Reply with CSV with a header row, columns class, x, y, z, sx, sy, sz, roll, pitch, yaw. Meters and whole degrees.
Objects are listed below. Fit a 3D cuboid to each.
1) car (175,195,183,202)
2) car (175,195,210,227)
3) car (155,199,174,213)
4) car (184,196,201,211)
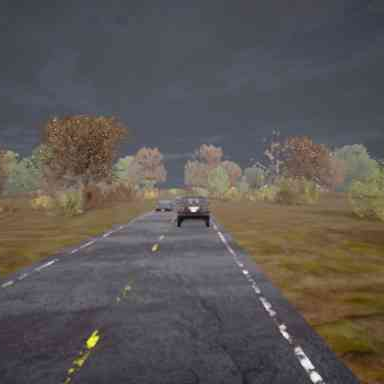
class,x,y,z,sx,sy,sz,roll,pitch,yaw
car,-3.008,1.481,78.218,1.837,1.490,4.892,0,0,0
car,0.101,1.232,23.195,2.150,2.045,5.566,0,0,0
car,-3.096,1.556,38.152,2.033,1.411,5.357,0,0,0
car,0.096,1.359,42.578,2.097,1.767,4.553,0,0,0
